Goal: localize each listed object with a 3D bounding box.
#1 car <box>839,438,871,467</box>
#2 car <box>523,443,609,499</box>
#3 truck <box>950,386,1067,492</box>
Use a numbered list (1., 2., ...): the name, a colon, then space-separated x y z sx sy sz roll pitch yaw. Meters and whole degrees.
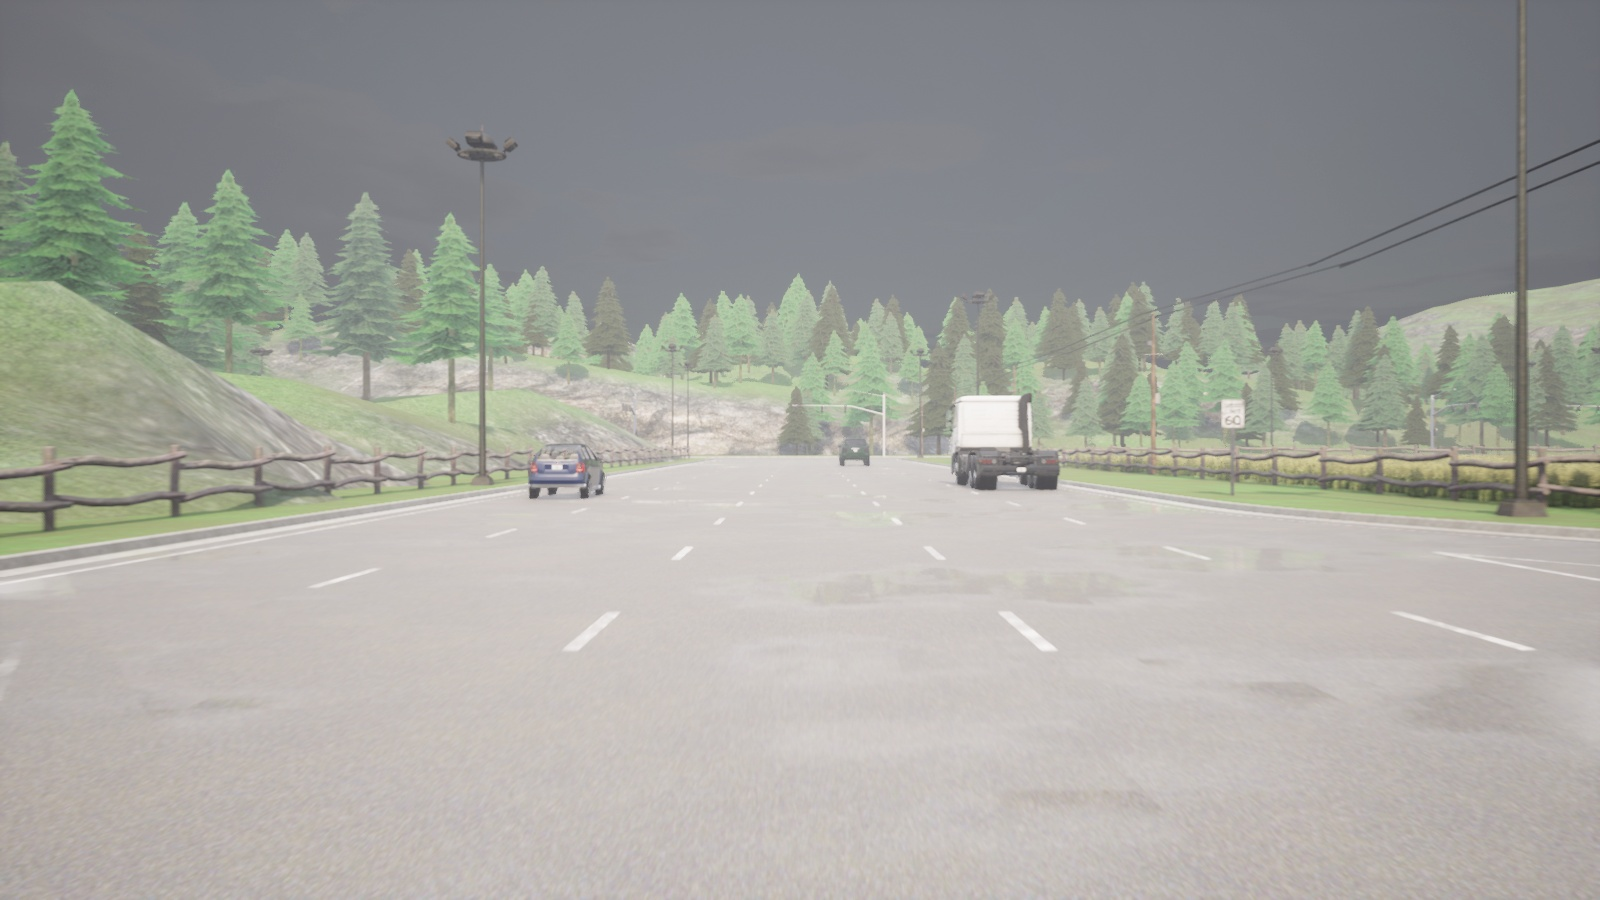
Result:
1. car: 4.052 0.167 93.569 2.150 2.045 5.566 0 0 0
2. car: -6.775 0.596 36.675 1.789 1.549 3.705 0 0 0
3. truck: 7.274 -0.374 44.957 2.891 3.462 7.936 0 0 0
